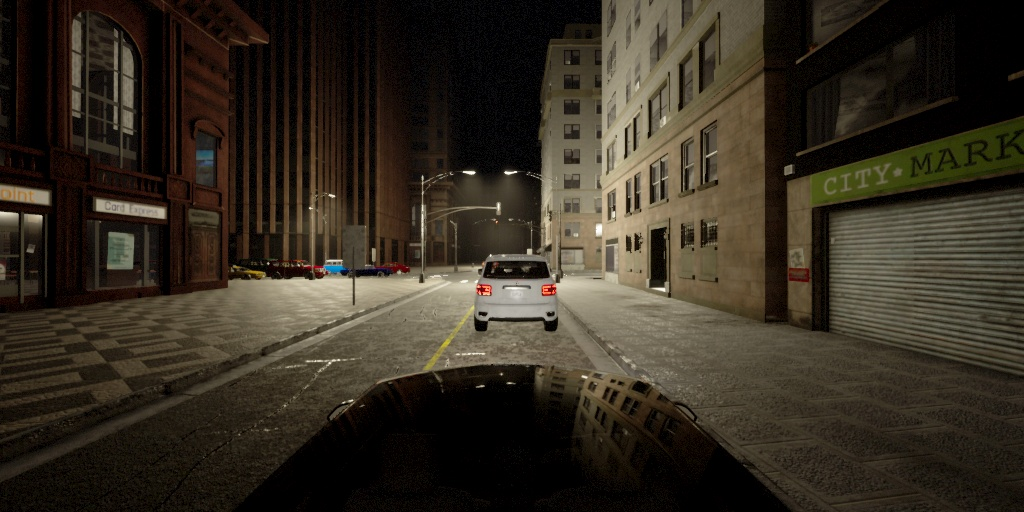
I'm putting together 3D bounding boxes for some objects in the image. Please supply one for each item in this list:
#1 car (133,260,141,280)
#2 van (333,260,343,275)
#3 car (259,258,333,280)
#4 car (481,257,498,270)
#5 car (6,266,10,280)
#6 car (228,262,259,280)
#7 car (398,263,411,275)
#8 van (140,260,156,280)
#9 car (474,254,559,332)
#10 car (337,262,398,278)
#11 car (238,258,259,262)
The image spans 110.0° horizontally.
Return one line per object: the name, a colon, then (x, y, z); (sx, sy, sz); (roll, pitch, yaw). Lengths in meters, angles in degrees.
car: (-34.657, 1.376, 35.376); (5.566, 2.045, 2.150); (-1, 0, 0)
van: (-19.617, 1.341, 41.272); (3.998, 1.789, 1.690); (0, 0, 0)
car: (-19.635, 1.274, 32.746); (5.009, 1.841, 2.192); (0, 0, 0)
car: (-3.132, 1.097, 51.784); (2.097, 1.767, 4.553); (0, 0, 1)
car: (-47.755, 1.850, 32.836); (4.403, 1.370, 2.007); (0, 0, 0)
car: (-25.089, 1.552, 32.763); (4.829, 1.417, 1.751); (0, 0, 0)
car: (-13.993, 1.477, 41.254); (4.507, 1.381, 1.888); (0, 0, 0)
van: (-30.883, 1.436, 32.782); (3.998, 1.789, 1.690); (0, 0, 0)
car: (0.096, 0.974, 11.067); (2.150, 2.045, 5.566); (0, 0, 0)
car: (-14.159, 1.506, 35.300); (4.718, 1.301, 1.895); (-1, 0, 0)
car: (-24.124, 1.247, 35.325); (5.566, 2.045, 2.150); (-1, 0, -1)
